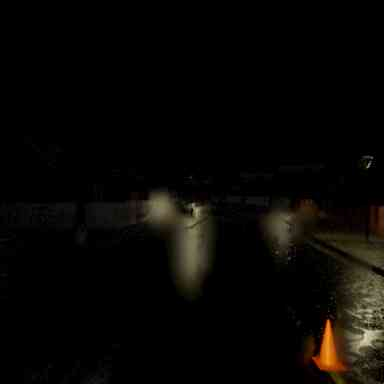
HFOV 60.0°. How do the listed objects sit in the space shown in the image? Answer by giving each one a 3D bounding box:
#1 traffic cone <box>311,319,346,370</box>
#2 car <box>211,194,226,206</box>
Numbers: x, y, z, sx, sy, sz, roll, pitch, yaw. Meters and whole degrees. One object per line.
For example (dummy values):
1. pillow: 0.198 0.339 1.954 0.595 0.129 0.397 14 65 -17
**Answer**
1. traffic cone: 1.811 1.985 4.421 0.340 0.580 0.340 1 0 -1
2. car: 4.635 1.459 58.799 2.150 2.045 5.566 1 0 -2
